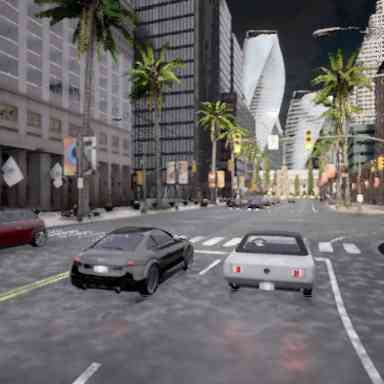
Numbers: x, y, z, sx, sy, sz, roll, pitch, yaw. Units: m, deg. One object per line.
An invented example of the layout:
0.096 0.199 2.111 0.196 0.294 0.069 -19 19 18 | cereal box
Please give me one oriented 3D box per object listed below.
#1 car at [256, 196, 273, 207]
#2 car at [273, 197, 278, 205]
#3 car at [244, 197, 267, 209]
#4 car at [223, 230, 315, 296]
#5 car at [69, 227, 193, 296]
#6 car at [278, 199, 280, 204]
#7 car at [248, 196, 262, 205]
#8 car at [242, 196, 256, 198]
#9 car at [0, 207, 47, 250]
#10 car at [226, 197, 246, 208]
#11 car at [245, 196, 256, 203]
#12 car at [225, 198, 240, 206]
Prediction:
13.771 1.999 63.639 1.882 1.535 5.008 0 0 20 | car
17.157 2.126 73.111 1.812 1.442 4.674 0 0 19 | car
10.498 1.991 54.512 2.033 1.411 5.357 0 0 20 | car
2.218 1.676 8.983 1.895 1.301 4.718 0 0 17 | car
-1.370 1.632 9.035 1.994 1.385 4.181 0 0 17 | car
20.573 2.037 82.725 2.097 1.767 4.553 0 0 20 | car
14.442 1.843 75.921 2.150 2.045 5.566 0 0 20 | car
10.838 1.754 65.799 2.150 2.045 5.566 0 -1 20 | car
-7.867 1.436 12.823 2.097 1.767 4.553 0 0 18 | car
7.684 2.022 57.054 1.994 1.385 4.181 0 0 19 | car
15.720 2.075 88.931 2.185 1.767 4.553 0 0 19 | car
8.352 2.059 68.274 2.161 1.482 4.786 0 0 19 | car
